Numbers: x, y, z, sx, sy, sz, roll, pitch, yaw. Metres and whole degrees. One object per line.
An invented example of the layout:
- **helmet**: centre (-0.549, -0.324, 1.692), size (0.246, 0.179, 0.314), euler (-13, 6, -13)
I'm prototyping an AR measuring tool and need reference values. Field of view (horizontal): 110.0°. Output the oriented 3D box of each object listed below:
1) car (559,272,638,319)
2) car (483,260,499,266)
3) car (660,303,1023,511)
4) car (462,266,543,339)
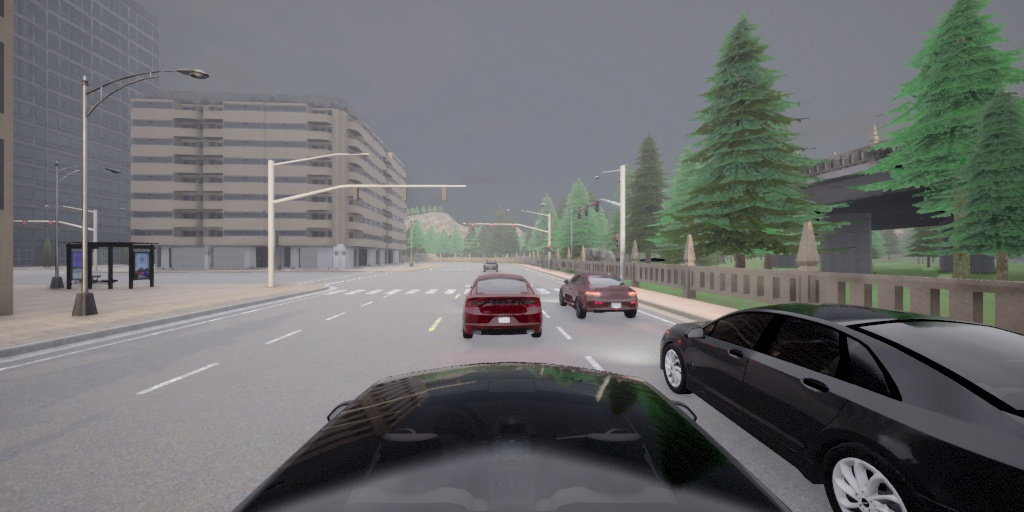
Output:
- **car**: centre (2.922, 1.276, 12.765), size (1.812, 1.442, 4.674), euler (0, 0, -3)
- **car**: centre (-2.709, 1.242, 45.862), size (2.128, 1.511, 4.902), euler (0, 0, -4)
- **car**: centre (3.257, 1.255, 3.775), size (1.837, 1.490, 4.892), euler (0, 0, 0)
- **car**: centre (-0.341, 1.228, 10.190), size (1.882, 1.535, 5.008), euler (0, 0, -4)
